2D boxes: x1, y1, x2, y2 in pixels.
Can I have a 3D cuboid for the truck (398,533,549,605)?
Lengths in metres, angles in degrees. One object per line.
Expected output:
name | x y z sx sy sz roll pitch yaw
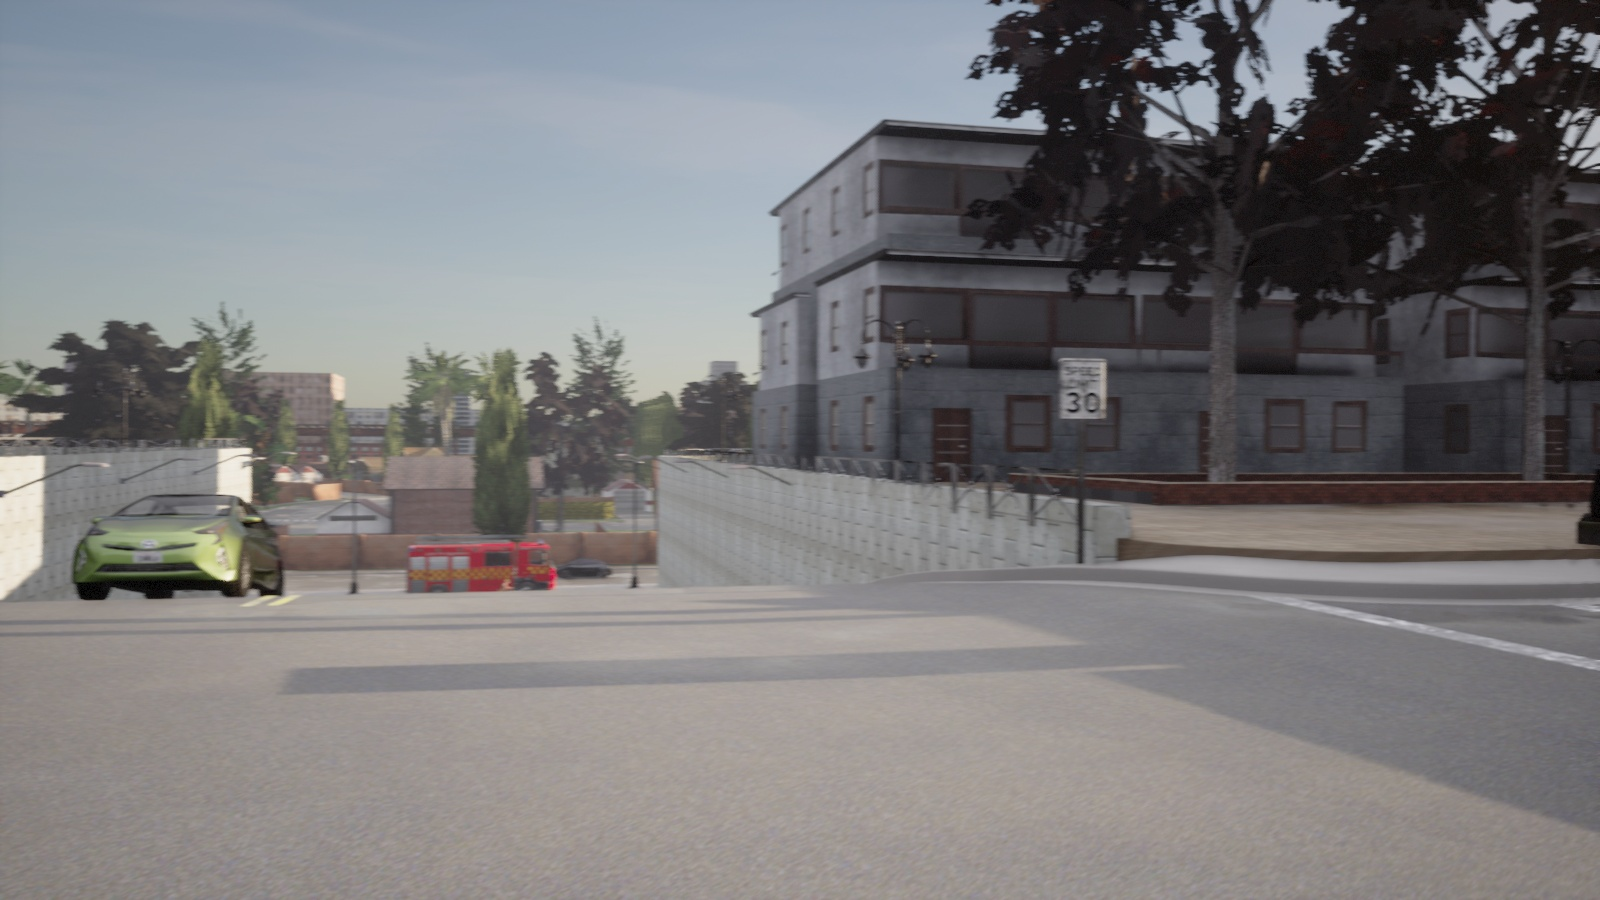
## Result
truck | -19.271 7.004 74.443 8.468 3.827 2.891 0 0 -14

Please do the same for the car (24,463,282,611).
car | -8.377 1.272 16.758 2.007 1.525 4.514 0 -9 -14

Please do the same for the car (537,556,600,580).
car | -16.058 8.184 87.073 4.181 1.385 1.994 0 0 -14
